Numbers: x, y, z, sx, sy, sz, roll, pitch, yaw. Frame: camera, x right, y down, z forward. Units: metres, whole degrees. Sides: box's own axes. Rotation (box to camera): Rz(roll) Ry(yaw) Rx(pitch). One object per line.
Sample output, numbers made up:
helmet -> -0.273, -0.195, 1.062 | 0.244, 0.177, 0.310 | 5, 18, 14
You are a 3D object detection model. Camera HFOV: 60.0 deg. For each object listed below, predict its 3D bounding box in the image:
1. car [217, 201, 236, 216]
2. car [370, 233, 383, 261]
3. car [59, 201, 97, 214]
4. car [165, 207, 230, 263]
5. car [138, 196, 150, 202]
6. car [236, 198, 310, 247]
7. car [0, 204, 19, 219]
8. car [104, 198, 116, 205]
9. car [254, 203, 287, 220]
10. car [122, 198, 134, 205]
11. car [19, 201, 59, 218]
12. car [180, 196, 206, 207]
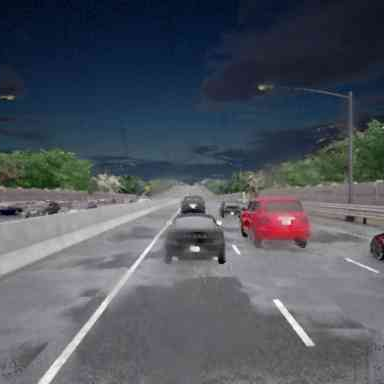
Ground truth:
car -> 3.596, 1.674, 32.020 | 1.837, 1.490, 4.892 | 0, -1, 0
car -> 7.085, 1.585, 9.700 | 1.994, 1.385, 4.181 | 0, 0, 0
car -> -10.597, 1.662, 32.151 | 2.128, 1.511, 4.902 | 0, -1, 0
car -> 0.088, 1.507, 12.080 | 1.882, 1.535, 5.008 | 0, 0, 0
car -> -10.503, 1.839, 73.035 | 2.150, 2.045, 5.566 | 0, -1, 0
car -> 3.597, 1.267, 15.329 | 2.150, 2.045, 5.566 | 0, 0, 0
car -> -17.599, 1.757, 30.557 | 1.895, 1.301, 4.718 | 0, -1, 0
car -> -17.502, 2.051, 71.173 | 1.837, 1.490, 4.892 | 0, -1, 0
car -> 7.096, 1.756, 30.478 | 1.895, 1.301, 4.718 | 0, -1, 0
car -> -14.003, 2.139, 73.060 | 1.812, 1.442, 4.674 | 0, -1, 0
car -> -14.097, 1.672, 31.816 | 1.837, 1.490, 4.892 | 0, -1, 0
car -> 0.097, 1.380, 30.853 | 2.150, 2.045, 5.566 | 0, -1, 0
